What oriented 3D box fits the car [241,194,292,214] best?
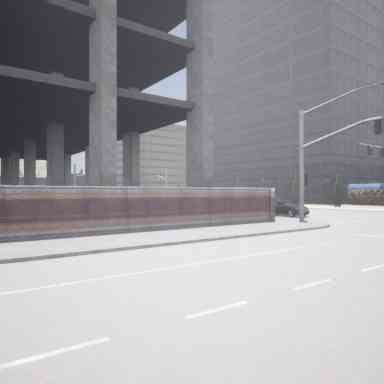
[{"bbox_3d":[8.223,1.220,37.318,2.150,2.045,5.566,0,0,-36],"label":"car"}]

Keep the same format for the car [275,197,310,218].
[{"bbox_3d":[8.547,1.503,30.860,1.837,1.490,4.892,0,0,-35],"label":"car"}]
